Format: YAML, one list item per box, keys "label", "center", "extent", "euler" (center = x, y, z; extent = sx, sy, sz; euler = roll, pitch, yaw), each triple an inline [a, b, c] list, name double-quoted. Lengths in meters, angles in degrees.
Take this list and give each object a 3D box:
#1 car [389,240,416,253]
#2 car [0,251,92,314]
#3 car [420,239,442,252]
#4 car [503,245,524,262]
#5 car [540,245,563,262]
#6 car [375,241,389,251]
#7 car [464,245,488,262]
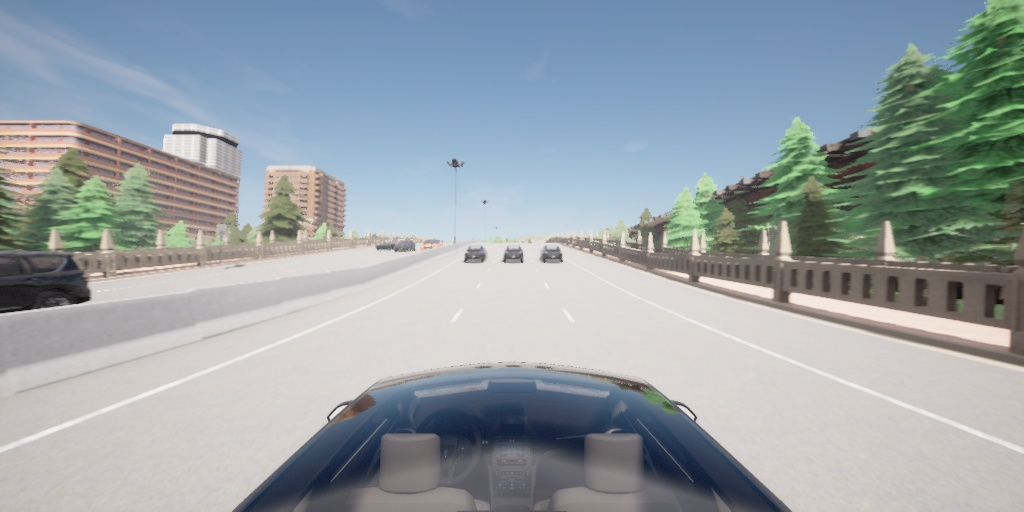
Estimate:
- label: "car"
  center: [-13.932, -1.268, 46.892]
  extent: [1.837, 1.490, 4.892]
  euler: [0, 5, 0]
- label: "car"
  center: [-14.076, 0.911, 8.689]
  extent: [2.150, 2.045, 5.566]
  euler: [0, 1, 0]
- label: "car"
  center: [-10.434, -1.392, 46.536]
  extent: [2.097, 1.767, 4.553]
  euler: [0, 4, 0]
- label: "car"
  center: [0.157, -0.317, 33.816]
  extent: [2.128, 1.511, 4.902]
  euler: [0, 4, 1]
- label: "car"
  center: [3.657, -0.315, 33.801]
  extent: [2.128, 1.511, 4.902]
  euler: [0, 4, 1]
- label: "car"
  center: [-17.403, -1.405, 50.075]
  extent: [1.895, 1.301, 4.718]
  euler: [0, 4, 1]
- label: "car"
  center: [-3.343, -0.319, 33.829]
  extent: [2.128, 1.511, 4.902]
  euler: [0, 4, 1]
